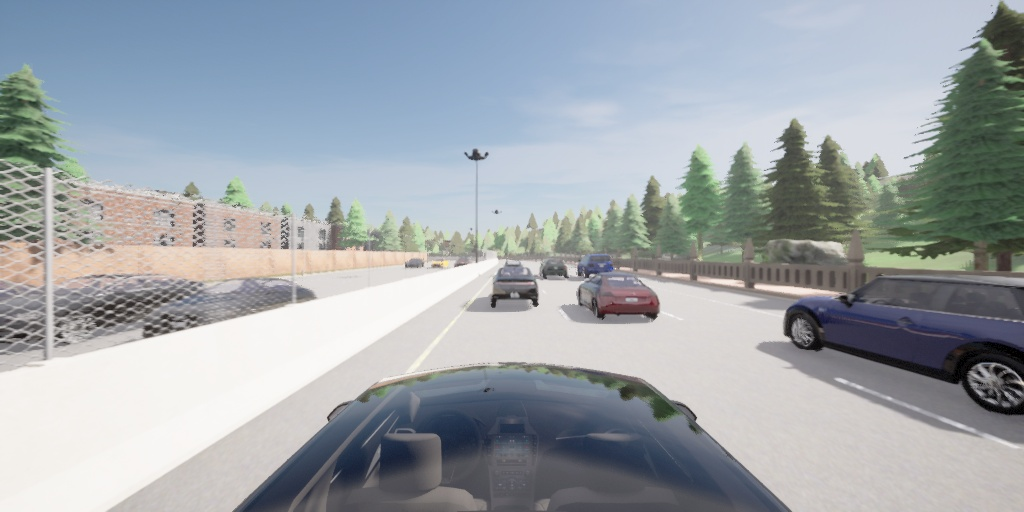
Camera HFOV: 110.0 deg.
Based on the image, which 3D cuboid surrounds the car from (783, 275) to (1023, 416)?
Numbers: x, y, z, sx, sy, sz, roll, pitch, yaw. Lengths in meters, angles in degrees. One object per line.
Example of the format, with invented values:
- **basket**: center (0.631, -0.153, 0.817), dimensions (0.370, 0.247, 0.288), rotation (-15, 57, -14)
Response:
- **car**: center (7.096, 1.088, 6.109), dimensions (2.097, 1.767, 4.553), rotation (0, 0, 0)

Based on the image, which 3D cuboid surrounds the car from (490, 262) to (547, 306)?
- **car**: center (0.098, 1.198, 15.367), dimensions (2.128, 1.511, 4.902), rotation (0, 0, 0)

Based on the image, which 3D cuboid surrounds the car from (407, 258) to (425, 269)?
- **car**: center (-14.073, 1.090, 52.457), dimensions (1.837, 1.490, 4.892), rotation (0, 0, 0)

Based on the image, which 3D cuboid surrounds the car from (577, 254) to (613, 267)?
- **car**: center (7.096, 0.879, 31.014), dimensions (2.150, 2.045, 5.566), rotation (0, 0, 0)

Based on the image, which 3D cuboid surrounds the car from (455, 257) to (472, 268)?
- **car**: center (-7.082, 0.937, 52.532), dimensions (2.097, 1.767, 4.553), rotation (0, 0, 0)

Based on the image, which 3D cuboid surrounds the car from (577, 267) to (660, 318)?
- **car**: center (3.598, 1.279, 12.775), dimensions (1.994, 1.385, 4.181), rotation (0, 0, 0)

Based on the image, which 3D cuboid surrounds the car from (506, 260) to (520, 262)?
- **car**: center (0.095, 1.143, 32.510), dimensions (2.128, 1.511, 4.902), rotation (0, 0, 0)

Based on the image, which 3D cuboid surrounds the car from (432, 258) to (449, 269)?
- **car**: center (-10.571, 1.059, 53.307), dimensions (1.882, 1.535, 5.008), rotation (0, 0, 0)

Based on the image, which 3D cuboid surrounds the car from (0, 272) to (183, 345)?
- **car**: center (-10.602, 1.215, 9.513), dimensions (2.128, 1.511, 4.902), rotation (0, 0, 0)

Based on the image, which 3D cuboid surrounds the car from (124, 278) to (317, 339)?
- **car**: center (-7.103, 1.288, 9.627), dimensions (1.994, 1.385, 4.181), rotation (0, 0, 0)

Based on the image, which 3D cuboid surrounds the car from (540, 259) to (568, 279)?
- **car**: center (3.596, 1.004, 31.622), dimensions (2.097, 1.767, 4.553), rotation (0, 0, 0)
